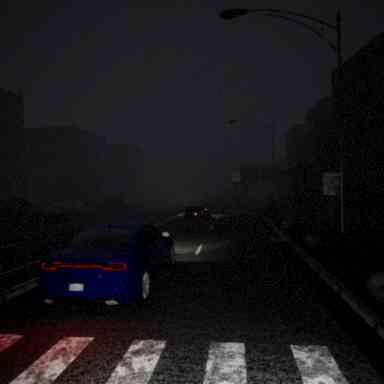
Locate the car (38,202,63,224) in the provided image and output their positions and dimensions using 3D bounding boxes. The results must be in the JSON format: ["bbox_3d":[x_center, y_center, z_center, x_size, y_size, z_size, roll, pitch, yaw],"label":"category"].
[{"bbox_3d":[-12.868,1.668,25.152,5.008,1.535,2.097,-1,0,7],"label":"car"}]

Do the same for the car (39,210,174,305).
[{"bbox_3d":[-1.694,1.467,8.194,1.882,1.535,5.008,-1,0,7],"label":"car"}]

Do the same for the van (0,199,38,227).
[{"bbox_3d":[-13.285,1.452,22.547,4.442,1.987,1.878,-1,0,7],"label":"van"}]

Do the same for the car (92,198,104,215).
[{"bbox_3d":[-11.916,1.665,33.365,4.892,1.521,2.231,-1,0,7],"label":"car"}]

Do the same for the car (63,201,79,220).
[{"bbox_3d":[-12.515,1.691,27.885,4.792,1.488,2.163,-1,0,7],"label":"car"}]

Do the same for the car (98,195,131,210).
[{"bbox_3d":[-10.991,1.442,41.583,5.566,2.045,2.435,-1,0,7],"label":"car"}]

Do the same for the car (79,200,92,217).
[{"bbox_3d":[-12.234,1.663,30.627,4.892,1.521,2.231,-1,0,7],"label":"car"}]

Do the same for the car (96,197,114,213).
[{"bbox_3d":[-11.588,1.669,36.102,5.008,1.535,2.097,-1,0,7],"label":"car"}]

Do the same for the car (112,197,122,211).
[{"bbox_3d":[-11.280,1.679,38.841,5.008,1.535,2.097,-1,0,7],"label":"car"}]

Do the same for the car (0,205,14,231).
[{"bbox_3d":[-13.499,1.729,19.677,4.674,1.452,2.002,-1,0,7],"label":"car"}]

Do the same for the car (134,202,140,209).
[{"bbox_3d":[-10.324,1.770,47.051,4.674,1.452,2.002,-1,-1,7],"label":"car"}]

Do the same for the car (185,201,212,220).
[{"bbox_3d":[0.537,1.395,26.198,1.812,1.442,4.674,-1,0,7],"label":"car"}]

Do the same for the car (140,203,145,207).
[{"bbox_3d":[-9.819,1.746,49.769,5.366,1.575,1.946,-1,-1,7],"label":"car"}]

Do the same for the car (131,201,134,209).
[{"bbox_3d":[-10.610,1.583,44.312,4.553,1.767,2.185,-1,0,7],"label":"car"}]
